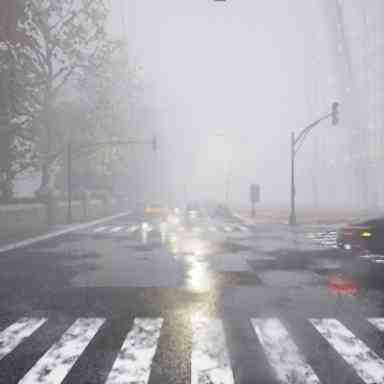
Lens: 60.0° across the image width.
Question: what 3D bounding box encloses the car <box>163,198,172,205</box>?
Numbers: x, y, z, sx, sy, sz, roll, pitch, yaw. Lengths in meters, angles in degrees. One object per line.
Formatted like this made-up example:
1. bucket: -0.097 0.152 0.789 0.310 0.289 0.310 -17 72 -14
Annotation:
1. car: -5.590 2.128 76.798 1.887 1.381 4.507 0 0 0

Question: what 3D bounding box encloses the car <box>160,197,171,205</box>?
1. car: -5.597 1.976 71.166 1.967 1.590 4.097 0 0 0

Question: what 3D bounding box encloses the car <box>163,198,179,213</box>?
1. car: -3.035 1.778 39.779 2.128 1.511 4.902 0 0 0

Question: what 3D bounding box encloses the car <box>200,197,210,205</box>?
1. car: 2.784 1.976 71.156 1.967 1.590 4.097 0 0 0

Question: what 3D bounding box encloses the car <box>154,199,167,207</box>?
1. car: -5.611 1.968 59.733 1.752 1.417 4.829 0 0 0

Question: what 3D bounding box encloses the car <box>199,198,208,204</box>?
1. car: 2.797 2.180 82.419 2.008 1.369 4.403 0 0 0

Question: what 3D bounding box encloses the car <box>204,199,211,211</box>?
1. car: 2.739 1.835 37.362 1.947 1.339 4.313 0 0 0

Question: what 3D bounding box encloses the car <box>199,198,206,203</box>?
1. car: 2.804 2.259 88.051 1.802 1.307 4.206 0 0 0

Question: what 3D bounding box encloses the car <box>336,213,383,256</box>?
1. car: 7.428 1.459 11.478 4.892 1.490 1.837 -2 -4 -14

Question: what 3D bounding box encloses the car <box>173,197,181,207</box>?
1. car: -2.956 1.907 56.259 2.128 1.511 4.902 0 0 1

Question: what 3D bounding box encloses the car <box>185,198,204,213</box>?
1. car: 0.153 1.848 41.556 2.033 1.411 5.357 0 0 0

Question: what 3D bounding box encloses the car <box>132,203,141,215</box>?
1. car: -5.641 1.852 37.372 1.802 1.307 4.206 0 0 0

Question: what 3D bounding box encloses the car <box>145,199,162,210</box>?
1. car: -5.626 1.796 48.638 1.967 1.590 4.097 0 0 0

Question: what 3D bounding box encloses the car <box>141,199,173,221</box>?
1. car: -3.052 1.692 29.908 1.882 1.535 5.008 0 0 0

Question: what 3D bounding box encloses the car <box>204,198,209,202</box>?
1. car: 2.747 1.878 42.994 1.947 1.339 4.313 0 0 0

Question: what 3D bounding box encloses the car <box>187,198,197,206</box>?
1. car: 0.090 2.069 70.270 2.033 1.411 5.357 0 0 0

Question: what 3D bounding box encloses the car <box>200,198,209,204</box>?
1. car: 2.790 2.133 76.787 2.008 1.369 4.403 0 0 0

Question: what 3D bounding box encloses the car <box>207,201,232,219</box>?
1. car: 2.732 1.793 31.729 1.947 1.339 4.313 0 0 0

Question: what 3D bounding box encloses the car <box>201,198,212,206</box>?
1. car: 2.776 1.930 65.524 1.967 1.590 4.097 0 0 0

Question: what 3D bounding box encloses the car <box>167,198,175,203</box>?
1. car: -5.576 2.222 88.062 1.887 1.381 4.507 0 0 0
